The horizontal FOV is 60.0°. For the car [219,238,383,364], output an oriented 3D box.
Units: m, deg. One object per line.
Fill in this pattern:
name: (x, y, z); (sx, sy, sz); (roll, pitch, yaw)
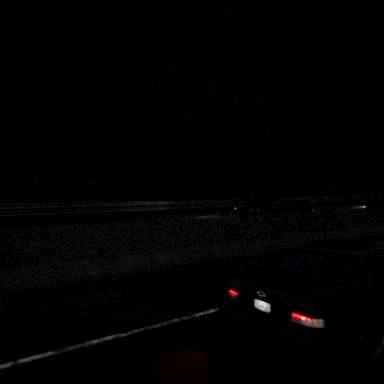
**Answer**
car: (2.979, 1.548, 5.844); (5.357, 1.411, 2.033); (0, 0, -35)

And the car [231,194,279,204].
car: (6.287, 1.184, 33.076); (5.566, 2.045, 2.150); (0, 0, -38)

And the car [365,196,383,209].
car: (20.597, 1.408, 35.293); (5.357, 1.411, 2.033); (-1, 0, -34)

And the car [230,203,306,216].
car: (4.522, 1.557, 19.975); (4.181, 1.385, 1.994); (0, 0, -35)

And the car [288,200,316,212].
car: (10.088, 1.511, 32.200); (4.181, 1.385, 1.994); (0, 0, -35)
